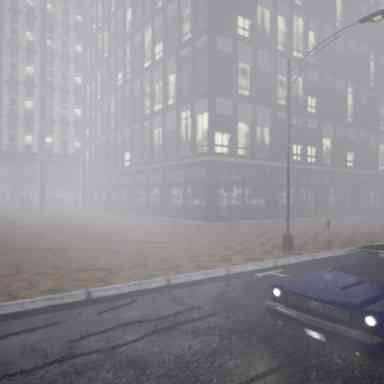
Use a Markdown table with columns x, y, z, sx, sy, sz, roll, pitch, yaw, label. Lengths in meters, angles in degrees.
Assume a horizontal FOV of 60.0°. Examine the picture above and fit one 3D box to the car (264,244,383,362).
| x | y | z | sx | sy | sz | roll | pitch | yaw | label |
| --- | --- | --- | --- | --- | --- | --- | --- | --- | --- |
| 3.486 | 1.672 | 5.855 | 4.718 | 1.301 | 1.895 | 1 | -1 | -35 | car |
